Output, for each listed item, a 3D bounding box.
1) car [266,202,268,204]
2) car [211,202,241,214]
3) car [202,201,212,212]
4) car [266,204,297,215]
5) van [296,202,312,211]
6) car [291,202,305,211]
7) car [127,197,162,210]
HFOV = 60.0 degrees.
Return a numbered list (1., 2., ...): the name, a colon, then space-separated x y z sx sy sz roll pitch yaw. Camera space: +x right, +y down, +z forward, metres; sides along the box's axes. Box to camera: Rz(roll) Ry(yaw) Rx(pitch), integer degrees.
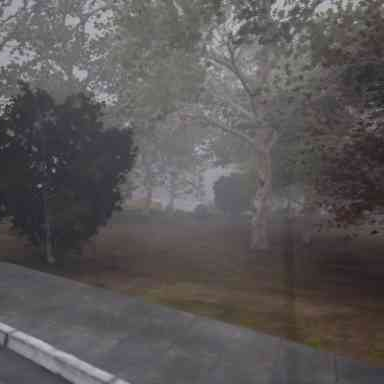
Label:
1. car: 12.830 2.784 60.835 5.566 2.045 2.150 4 0 -41
2. car: 5.723 2.550 50.537 4.892 1.490 1.837 5 -1 -40
3. car: 3.555 2.244 52.814 4.553 1.767 2.097 6 -1 -40
4. car: 15.920 3.313 59.348 5.357 1.411 2.033 4 0 -40
5. van: 28.781 3.761 85.283 4.442 1.987 1.878 3 0 -40
6. car: 24.632 3.486 81.747 5.566 2.045 2.435 3 0 -40
7. car: -5.901 1.340 40.296 5.008 1.535 1.882 6 -1 -41
